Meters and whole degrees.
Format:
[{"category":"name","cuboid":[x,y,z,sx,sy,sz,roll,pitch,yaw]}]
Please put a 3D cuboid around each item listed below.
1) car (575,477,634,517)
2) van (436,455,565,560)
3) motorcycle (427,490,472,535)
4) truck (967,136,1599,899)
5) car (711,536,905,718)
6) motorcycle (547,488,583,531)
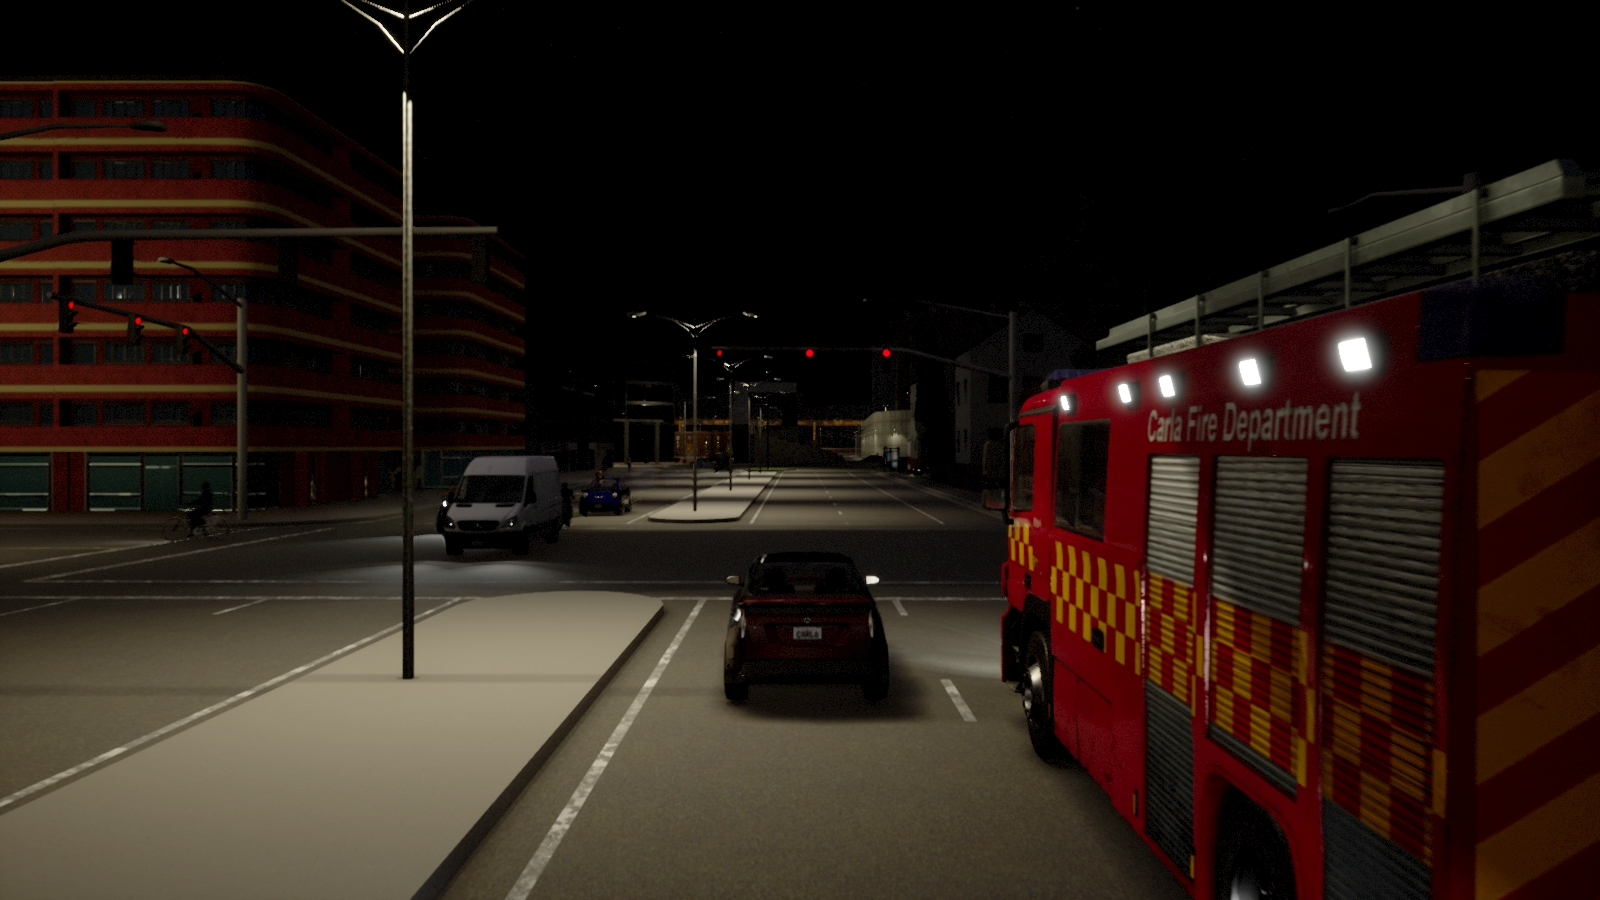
[{"category":"car","cuboid":[-8.045,1.902,47.357,1.845,1.501,3.633,0,0,0]},{"category":"van","cuboid":[-8.039,1.443,31.308,1.988,2.561,5.915,0,0,0]},{"category":"motorcycle","cuboid":[-11.543,2.034,37.669,0.764,1.332,2.356,0,0,0]},{"category":"truck","cuboid":[3.233,0.864,8.010,2.891,3.827,8.468,0,0,0]},{"category":"car","cuboid":[0.050,1.997,14.051,2.007,1.525,4.514,0,0,-1]},{"category":"motorcycle","cuboid":[-8.026,2.017,39.031,0.856,1.341,1.805,0,0,0]}]
